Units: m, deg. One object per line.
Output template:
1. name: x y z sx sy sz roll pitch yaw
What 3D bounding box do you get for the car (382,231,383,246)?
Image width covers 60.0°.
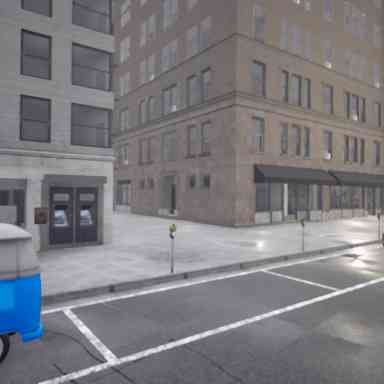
1. car: 9.468 1.588 13.507 4.313 1.339 1.947 0 1 -35

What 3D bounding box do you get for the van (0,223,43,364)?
1. van: -3.920 1.340 3.955 3.998 1.788 1.690 0 1 -35
